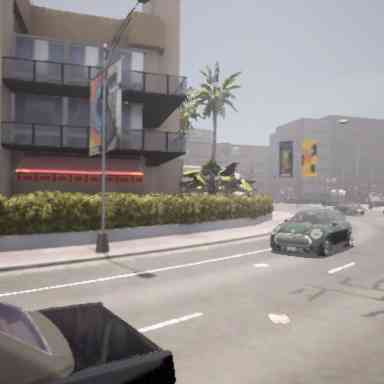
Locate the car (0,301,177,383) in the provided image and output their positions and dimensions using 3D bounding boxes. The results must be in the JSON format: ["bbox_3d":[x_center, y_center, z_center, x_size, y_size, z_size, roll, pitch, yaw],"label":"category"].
[{"bbox_3d":[-2.545,1.597,2.304,4.718,1.301,1.895,1,-1,-36],"label":"car"}]

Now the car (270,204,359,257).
[{"bbox_3d":[5.109,1.525,13.929,2.097,1.767,4.553,0,-1,41],"label":"car"}]

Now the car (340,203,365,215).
[{"bbox_3d":[19.448,2.066,41.158,2.128,1.511,4.902,1,-1,-2],"label":"car"}]
